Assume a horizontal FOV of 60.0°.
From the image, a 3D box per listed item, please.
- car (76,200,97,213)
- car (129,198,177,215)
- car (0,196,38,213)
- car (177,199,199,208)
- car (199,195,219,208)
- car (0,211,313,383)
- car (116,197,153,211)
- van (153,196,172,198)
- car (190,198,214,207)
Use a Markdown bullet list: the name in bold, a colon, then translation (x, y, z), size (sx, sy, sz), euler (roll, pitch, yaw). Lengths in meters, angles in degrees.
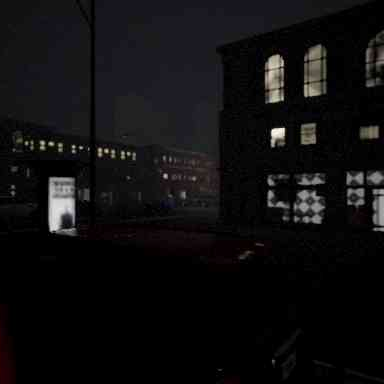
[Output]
- **car**: translation (-11.828, 1.607, 33.411), size (1.837, 1.490, 4.892), euler (0, 0, 35)
- **car**: translation (-3.925, 1.672, 34.500), size (1.887, 1.381, 4.507), euler (0, 0, 35)
- **car**: translation (-14.049, 1.290, 25.141), size (2.150, 2.045, 5.566), euler (0, 0, 37)
- **car**: translation (-1.290, 1.758, 52.910), size (2.008, 1.369, 4.403), euler (0, 0, 35)
- **car**: translation (2.548, 1.445, 53.744), size (2.150, 2.045, 5.566), euler (0, -1, 36)
- **car**: translation (-1.251, 1.315, 3.769), size (5.009, 1.841, 2.192), euler (0, 0, 36)
- **car**: translation (-7.744, 1.678, 43.730), size (1.752, 1.417, 4.829), euler (0, 0, 35)
- **van**: translation (-4.469, 1.521, 48.390), size (1.690, 1.788, 3.998), euler (0, 0, 35)
- **car**: translation (1.791, 1.761, 57.291), size (1.752, 1.417, 4.829), euler (0, -1, 35)
